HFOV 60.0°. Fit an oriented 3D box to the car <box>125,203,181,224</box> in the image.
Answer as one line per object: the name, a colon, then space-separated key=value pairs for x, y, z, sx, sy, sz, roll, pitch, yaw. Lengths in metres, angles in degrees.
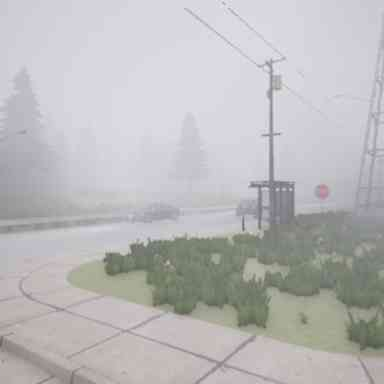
car: x=-2.858 y=1.561 z=25.109 sx=2.128 sy=1.511 sz=4.902 roll=0 pitch=0 yaw=36

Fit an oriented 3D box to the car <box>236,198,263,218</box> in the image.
car: x=5.930 y=1.405 z=31.140 sx=2.097 sy=1.767 sz=4.553 roll=0 pitch=0 yaw=36
